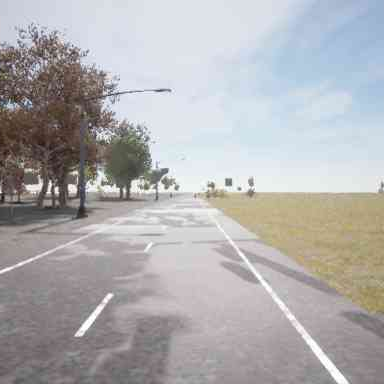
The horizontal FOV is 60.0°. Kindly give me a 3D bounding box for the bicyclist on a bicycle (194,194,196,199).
[{"bbox_3d":[0.970,1.496,95.487,0.582,1.620,1.656,1,0,0],"label":"bicyclist on a bicycle"}]
